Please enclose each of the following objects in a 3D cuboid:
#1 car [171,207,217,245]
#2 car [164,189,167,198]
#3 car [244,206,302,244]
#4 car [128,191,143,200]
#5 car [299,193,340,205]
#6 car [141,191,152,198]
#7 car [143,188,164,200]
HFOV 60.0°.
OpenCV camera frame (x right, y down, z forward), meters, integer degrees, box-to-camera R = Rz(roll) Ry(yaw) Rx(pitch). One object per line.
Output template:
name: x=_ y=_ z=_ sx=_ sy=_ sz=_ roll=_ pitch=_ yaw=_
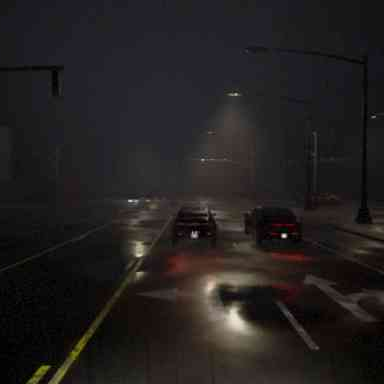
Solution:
car: x=0.099 y=1.403 z=15.011 sx=2.128 sy=1.511 sz=4.902 roll=0 pitch=1 yaw=0
car: x=-6.983 y=0.241 z=77.305 sx=2.150 sy=2.045 sz=5.566 roll=0 pitch=0 yaw=0
car: x=3.607 y=1.417 z=15.422 sx=1.837 sy=1.490 sz=4.892 roll=0 pitch=1 yaw=0
car: x=-10.513 y=0.628 z=61.519 sx=2.128 sy=1.511 sz=4.902 roll=0 pitch=1 yaw=1
car: x=16.469 y=0.849 z=43.025 sx=5.008 sy=1.535 sz=1.882 roll=0 pitch=1 yaw=1
car: x=-10.483 y=0.546 z=76.551 sx=1.812 sy=1.442 sz=4.674 roll=0 pitch=0 yaw=0
car: x=-7.010 y=0.360 z=61.385 sx=2.150 sy=2.045 sz=5.566 roll=0 pitch=1 yaw=1
